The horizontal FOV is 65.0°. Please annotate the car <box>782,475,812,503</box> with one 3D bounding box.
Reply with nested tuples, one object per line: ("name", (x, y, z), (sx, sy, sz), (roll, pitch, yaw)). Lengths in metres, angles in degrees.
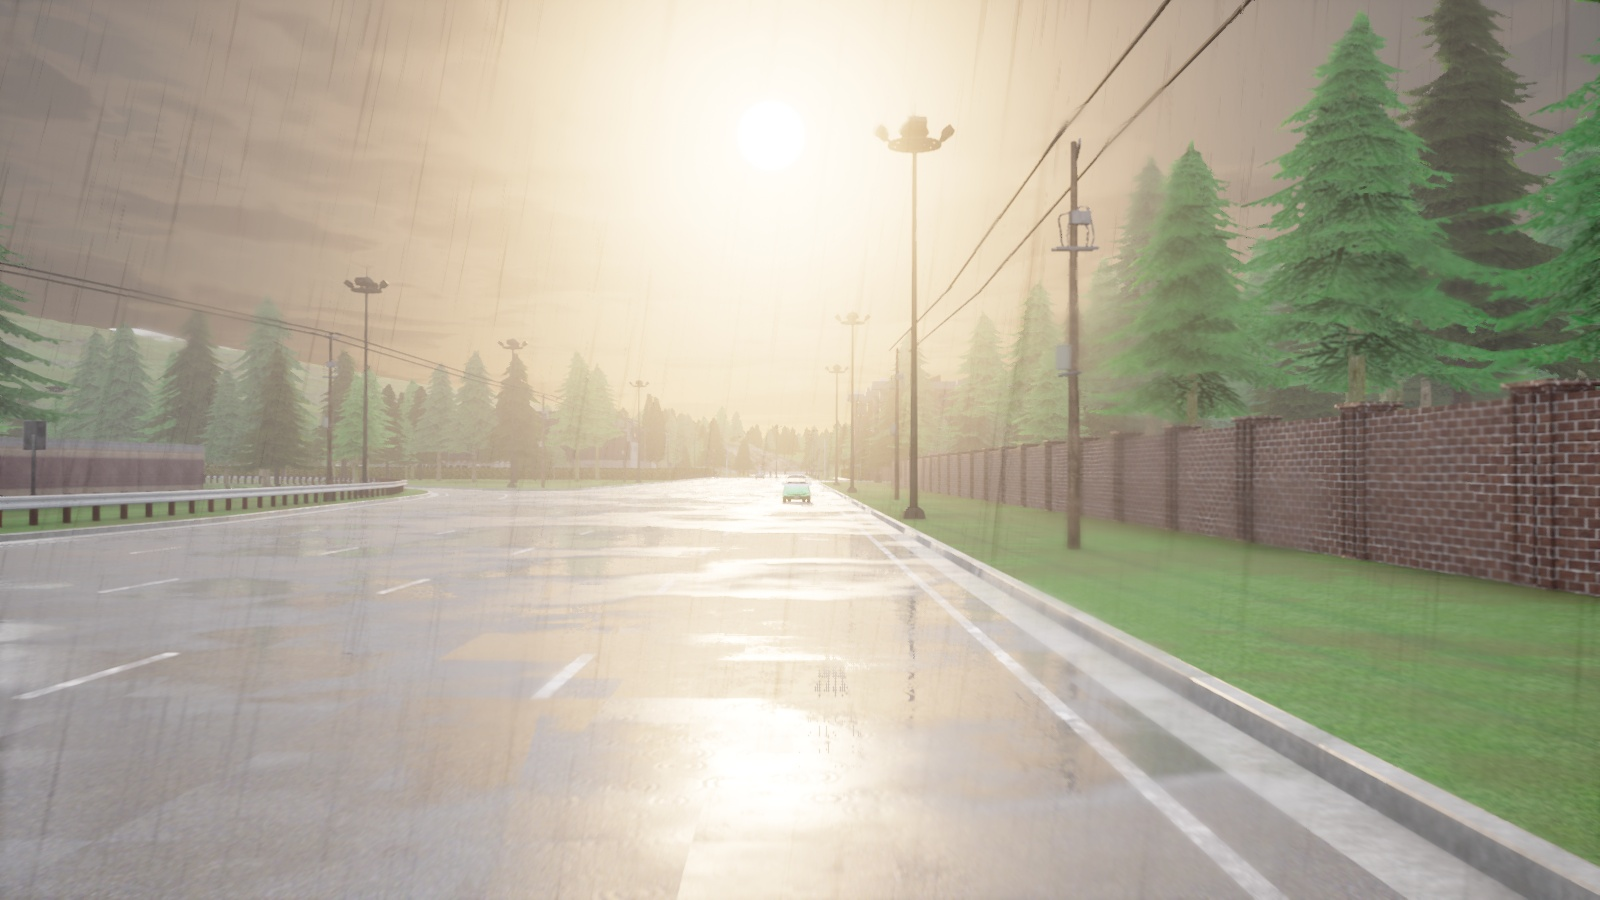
("car", (-0.150, 1.912, 62.199), (1.481, 1.376, 2.207), (0, -1, 0))
